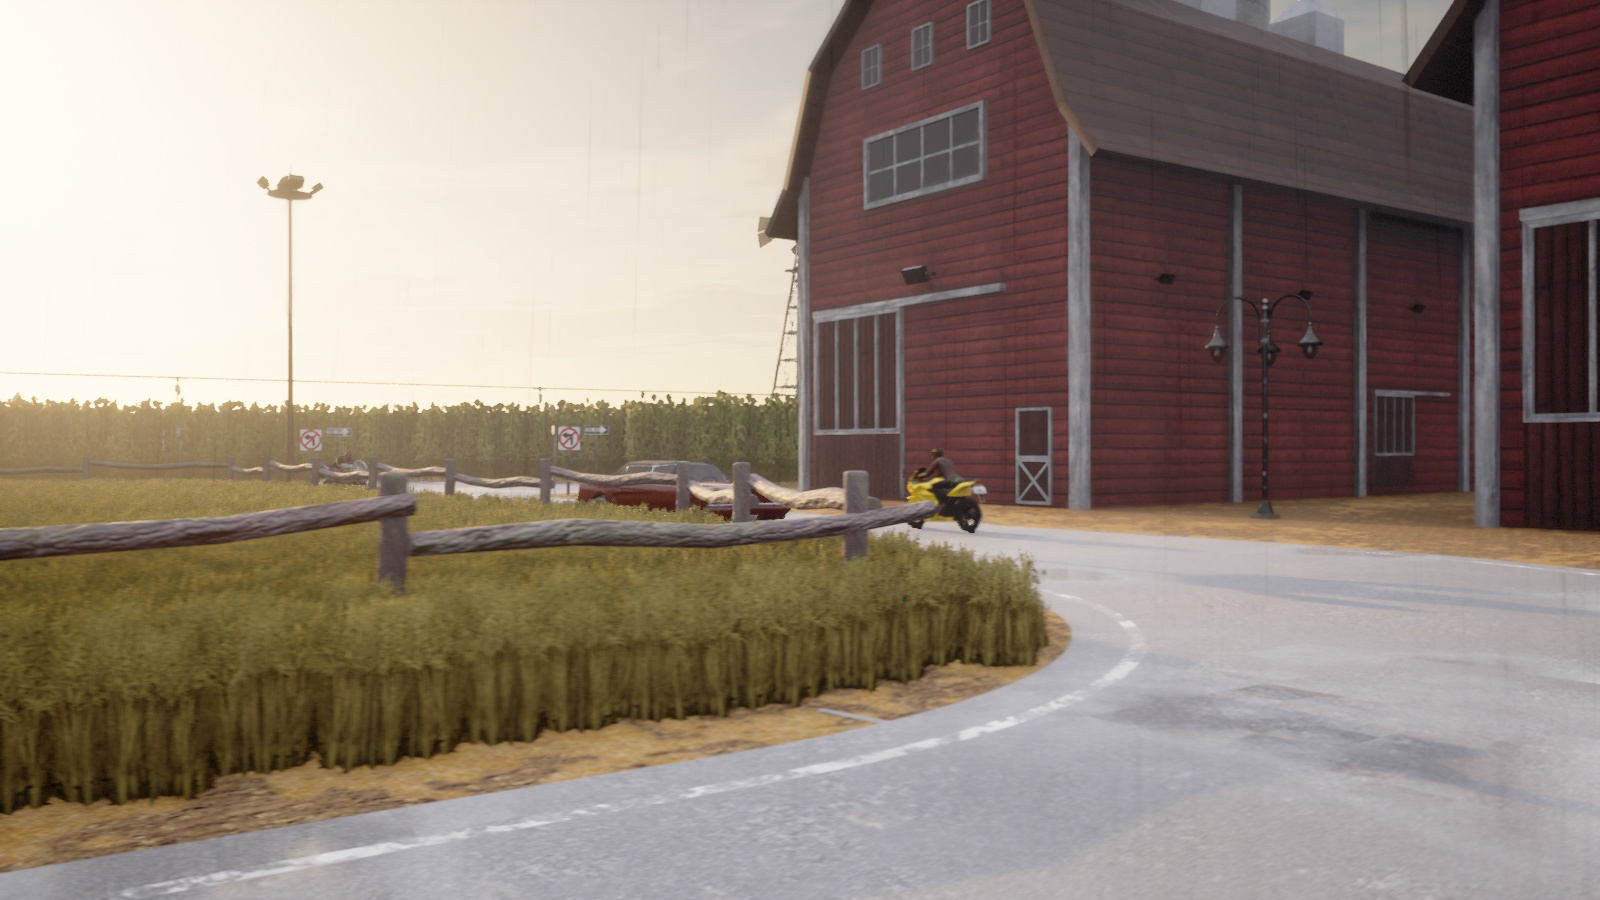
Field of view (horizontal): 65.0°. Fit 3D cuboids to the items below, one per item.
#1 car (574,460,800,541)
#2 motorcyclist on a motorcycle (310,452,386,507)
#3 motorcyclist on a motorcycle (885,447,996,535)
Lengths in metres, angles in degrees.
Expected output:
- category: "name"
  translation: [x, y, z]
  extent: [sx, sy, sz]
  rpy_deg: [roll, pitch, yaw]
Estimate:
- category: "car"
  translation: [-2.201, 0.854, 23.155]
  extent: [1.895, 1.301, 4.718]
  rpy_deg: [0, 0, -38]
- category: "motorcyclist on a motorcycle"
  translation: [-13.238, 0.852, 36.761]
  extent: [2.191, 1.530, 0.866]
  rpy_deg: [0, 2, 31]
- category: "motorcyclist on a motorcycle"
  translation: [2.531, 0.707, 22.789]
  extent: [0.797, 1.523, 2.044]
  rpy_deg: [0, 0, -38]
